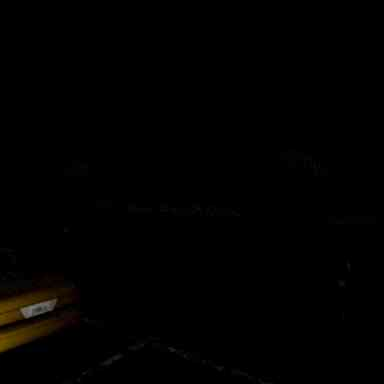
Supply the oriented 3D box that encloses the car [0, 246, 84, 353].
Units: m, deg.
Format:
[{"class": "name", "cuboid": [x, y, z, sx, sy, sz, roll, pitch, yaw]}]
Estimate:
[{"class": "car", "cuboid": [-3.879, 1.459, 5.645, 4.829, 1.417, 1.752, 1, 0, 35]}]
